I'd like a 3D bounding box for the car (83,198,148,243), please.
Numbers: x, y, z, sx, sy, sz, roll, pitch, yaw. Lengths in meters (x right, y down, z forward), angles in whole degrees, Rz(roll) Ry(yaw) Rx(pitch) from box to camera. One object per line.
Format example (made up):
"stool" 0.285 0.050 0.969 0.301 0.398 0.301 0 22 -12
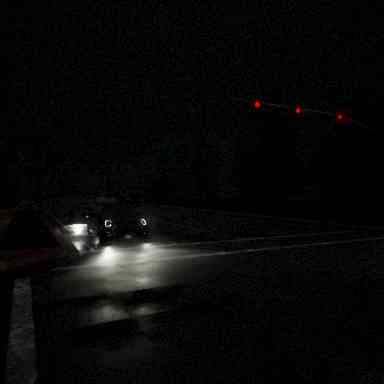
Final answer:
"car" -3.744 1.352 16.328 2.097 1.767 4.553 0 0 -27

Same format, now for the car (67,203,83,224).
"car" -8.237 1.564 25.199 1.994 1.385 4.181 0 0 -27

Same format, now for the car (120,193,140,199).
"car" -9.718 1.221 51.630 2.150 2.045 5.566 0 0 -26

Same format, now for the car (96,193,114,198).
"car" -13.414 1.221 51.201 2.150 2.045 5.566 0 0 -27
